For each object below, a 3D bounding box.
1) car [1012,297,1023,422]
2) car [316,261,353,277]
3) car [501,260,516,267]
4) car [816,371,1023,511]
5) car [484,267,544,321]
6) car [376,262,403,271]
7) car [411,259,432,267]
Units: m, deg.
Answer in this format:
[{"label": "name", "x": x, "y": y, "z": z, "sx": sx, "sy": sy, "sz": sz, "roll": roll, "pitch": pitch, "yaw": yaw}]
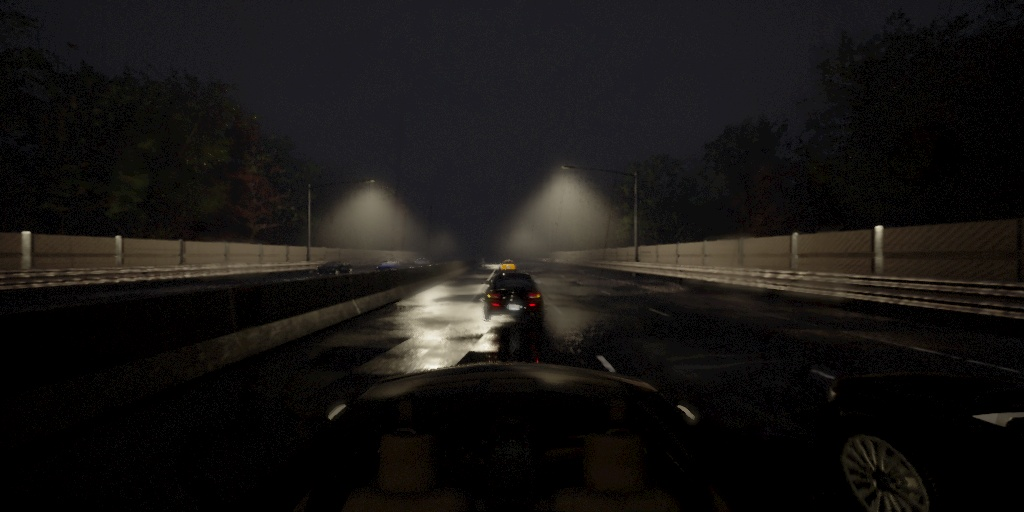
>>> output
[{"label": "car", "x": 7.091, "y": 1.253, "z": 1.977, "sx": 1.837, "sy": 1.490, "sz": 4.892, "roll": 0, "pitch": 0, "yaw": 0}, {"label": "car", "x": -17.962, "y": 1.238, "z": 36.540, "sx": 1.882, "sy": 1.535, "sz": 5.008, "roll": 0, "pitch": 0, "yaw": -1}, {"label": "car", "x": -0.444, "y": 1.222, "z": 44.605, "sx": 1.801, "sy": 1.575, "sz": 5.366, "roll": 0, "pitch": 0, "yaw": -1}, {"label": "car", "x": 3.592, "y": 1.240, "z": 1.139, "sx": 2.128, "sy": 1.511, "sz": 4.902, "roll": 0, "pitch": 0, "yaw": 0}, {"label": "car", "x": 0.054, "y": 1.279, "z": 12.350, "sx": 1.812, "sy": 1.442, "sz": 4.674, "roll": 0, "pitch": 0, "yaw": 0}, {"label": "car", "x": -14.591, "y": 1.363, "z": 42.821, "sx": 1.895, "sy": 1.301, "sz": 4.718, "roll": 0, "pitch": 0, "yaw": -1}, {"label": "car", "x": -11.121, "y": 1.255, "z": 44.267, "sx": 2.128, "sy": 1.511, "sz": 4.902, "roll": 0, "pitch": 0, "yaw": -1}]
